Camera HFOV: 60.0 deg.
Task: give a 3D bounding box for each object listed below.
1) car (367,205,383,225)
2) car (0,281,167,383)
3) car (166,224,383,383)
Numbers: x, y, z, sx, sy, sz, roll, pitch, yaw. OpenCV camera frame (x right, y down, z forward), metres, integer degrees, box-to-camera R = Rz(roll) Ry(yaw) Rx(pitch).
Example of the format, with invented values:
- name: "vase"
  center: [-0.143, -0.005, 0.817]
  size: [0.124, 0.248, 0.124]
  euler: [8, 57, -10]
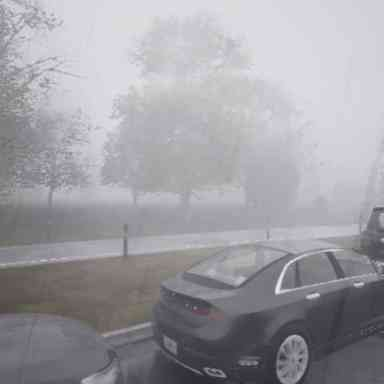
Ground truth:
- name: "car"
  center: [6.490, 1.255, 8.244]
  size: [5.566, 2.045, 2.435]
  euler: [0, -3, -32]
- name: "car"
  center: [-2.851, 1.471, 2.035]
  size: [4.892, 1.521, 2.231]
  euler: [0, -3, -35]
- name: "car"
  center: [1.753, 1.489, 5.208]
  size: [4.892, 1.521, 2.231]
  euler: [0, -3, -34]
